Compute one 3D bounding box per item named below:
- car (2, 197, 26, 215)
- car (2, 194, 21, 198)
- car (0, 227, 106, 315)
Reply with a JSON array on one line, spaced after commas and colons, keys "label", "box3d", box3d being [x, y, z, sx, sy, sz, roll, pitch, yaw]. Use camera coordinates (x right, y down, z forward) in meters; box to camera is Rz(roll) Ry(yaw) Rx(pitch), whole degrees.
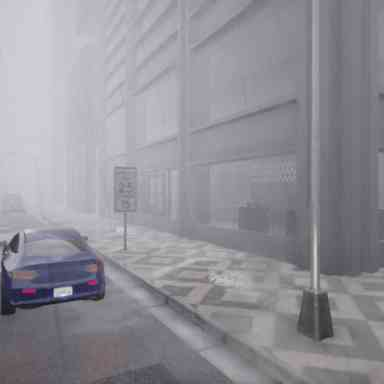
[{"label": "car", "box3d": [-17.925, 1.546, 33.790, 2.033, 1.411, 5.357, 0, 0, -29]}, {"label": "car", "box3d": [-23.089, 1.220, 42.900, 2.150, 2.045, 5.566, 0, 0, -29]}, {"label": "car", "box3d": [-3.307, 1.525, 7.641, 1.812, 1.442, 4.674, 0, 0, -29]}]
